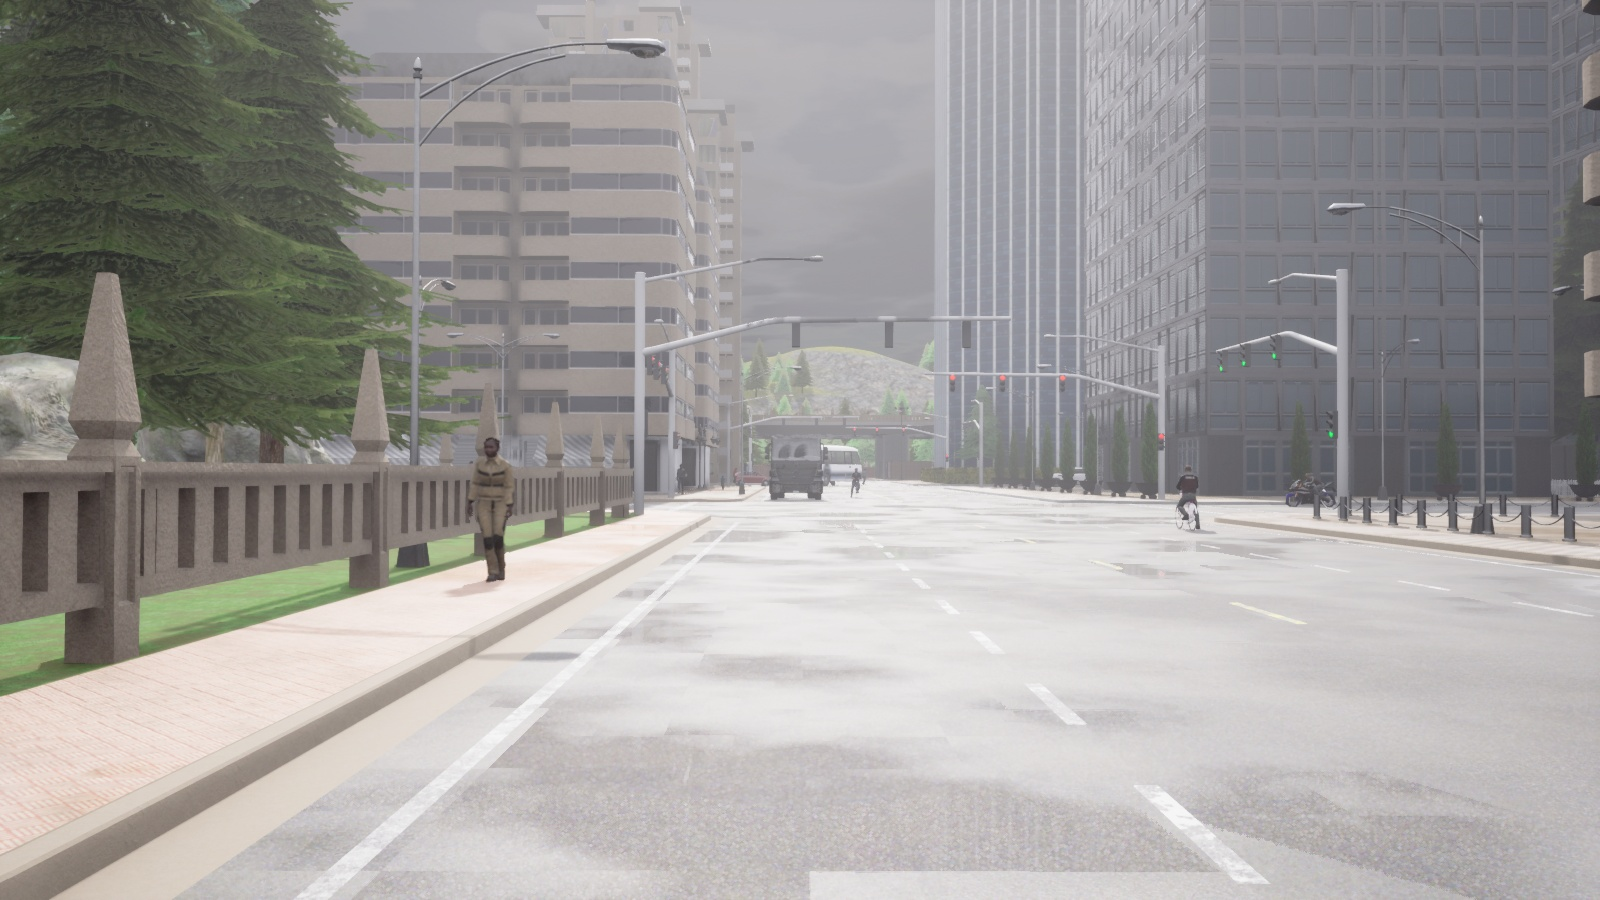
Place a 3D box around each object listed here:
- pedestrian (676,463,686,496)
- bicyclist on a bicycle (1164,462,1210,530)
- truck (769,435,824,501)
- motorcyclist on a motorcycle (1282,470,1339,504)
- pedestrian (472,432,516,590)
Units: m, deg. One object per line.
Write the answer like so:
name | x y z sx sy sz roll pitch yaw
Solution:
pedestrian | -6.960 1.729 73.304 0.423 1.949 0.788 0 -1 7
bicyclist on a bicycle | 10.403 1.210 33.844 0.659 1.776 1.843 0 -1 0
truck | -0.204 1.010 70.268 2.891 3.462 7.936 0 -1 0
motorcyclist on a motorcycle | 22.751 1.641 55.963 2.191 1.530 0.866 0 -1 0
pedestrian | -3.824 0.752 15.729 0.396 1.930 0.692 0 -1 -2
